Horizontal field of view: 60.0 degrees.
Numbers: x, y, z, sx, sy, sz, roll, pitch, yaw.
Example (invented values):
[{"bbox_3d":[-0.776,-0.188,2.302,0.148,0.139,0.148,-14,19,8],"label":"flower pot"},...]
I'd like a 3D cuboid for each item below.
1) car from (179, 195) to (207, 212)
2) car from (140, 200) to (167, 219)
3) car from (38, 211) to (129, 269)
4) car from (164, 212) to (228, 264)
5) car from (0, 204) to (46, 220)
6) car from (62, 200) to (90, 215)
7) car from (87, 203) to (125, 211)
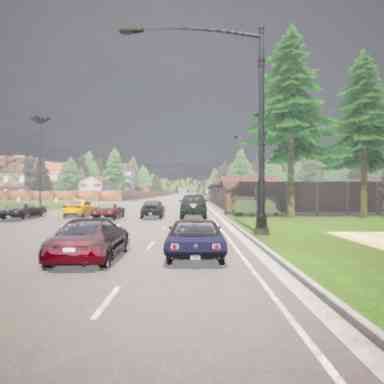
[{"bbox_3d":[0.113,1.236,28.430,2.150,2.045,5.566,0,0,0],"label":"car"},{"bbox_3d":[-3.386,1.521,29.455,1.837,1.490,4.892,0,0,0],"label":"car"},{"bbox_3d":[-3.395,1.570,11.191,1.994,1.385,4.181,0,0,0],"label":"car"},{"bbox_3d":[0.106,1.607,11.820,1.895,1.301,4.718,0,0,0],"label":"car"},{"bbox_3d":[-14.077,1.616,27.838,1.895,1.301,4.718,0,0,0],"label":"car"},{"bbox_3d":[-10.386,1.495,30.953,1.882,1.535,5.008,0,0,0],"label":"car"},{"bbox_3d":[-6.887,1.616,27.824,1.895,1.301,4.718,0,0,0],"label":"car"}]
